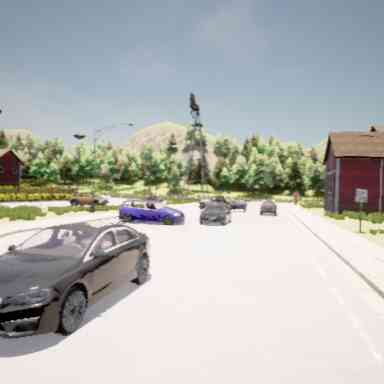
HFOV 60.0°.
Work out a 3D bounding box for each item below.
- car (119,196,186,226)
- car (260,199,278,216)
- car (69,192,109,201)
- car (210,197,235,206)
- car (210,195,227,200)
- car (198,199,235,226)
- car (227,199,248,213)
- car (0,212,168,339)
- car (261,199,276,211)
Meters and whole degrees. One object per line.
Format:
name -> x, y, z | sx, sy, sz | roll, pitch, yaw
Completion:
car -> -2.744, 1.376, 23.040 | 4.611, 1.667, 2.242 | 2, 0, 14
car -> 8.448, 1.803, 36.712 | 2.033, 1.411, 5.357 | 2, 0, 14
car -> -12.330, 0.880, 39.773 | 4.605, 1.855, 1.932 | 2, 0, 14
car -> 5.538, 1.653, 59.811 | 4.193, 1.474, 1.816 | 2, 0, 14
car -> 2.936, 1.382, 46.571 | 3.866, 1.878, 1.905 | 2, 0, 14
car -> 1.780, 1.549, 24.286 | 1.837, 1.490, 4.892 | 2, 0, 13
car -> 5.781, 1.680, 40.897 | 1.895, 1.301, 4.718 | 2, 0, 13
car -> -2.339, 1.410, 6.786 | 2.128, 1.511, 4.902 | 2, 0, 13
car -> 11.270, 1.820, 48.802 | 1.882, 1.535, 5.008 | 2, 0, 14
